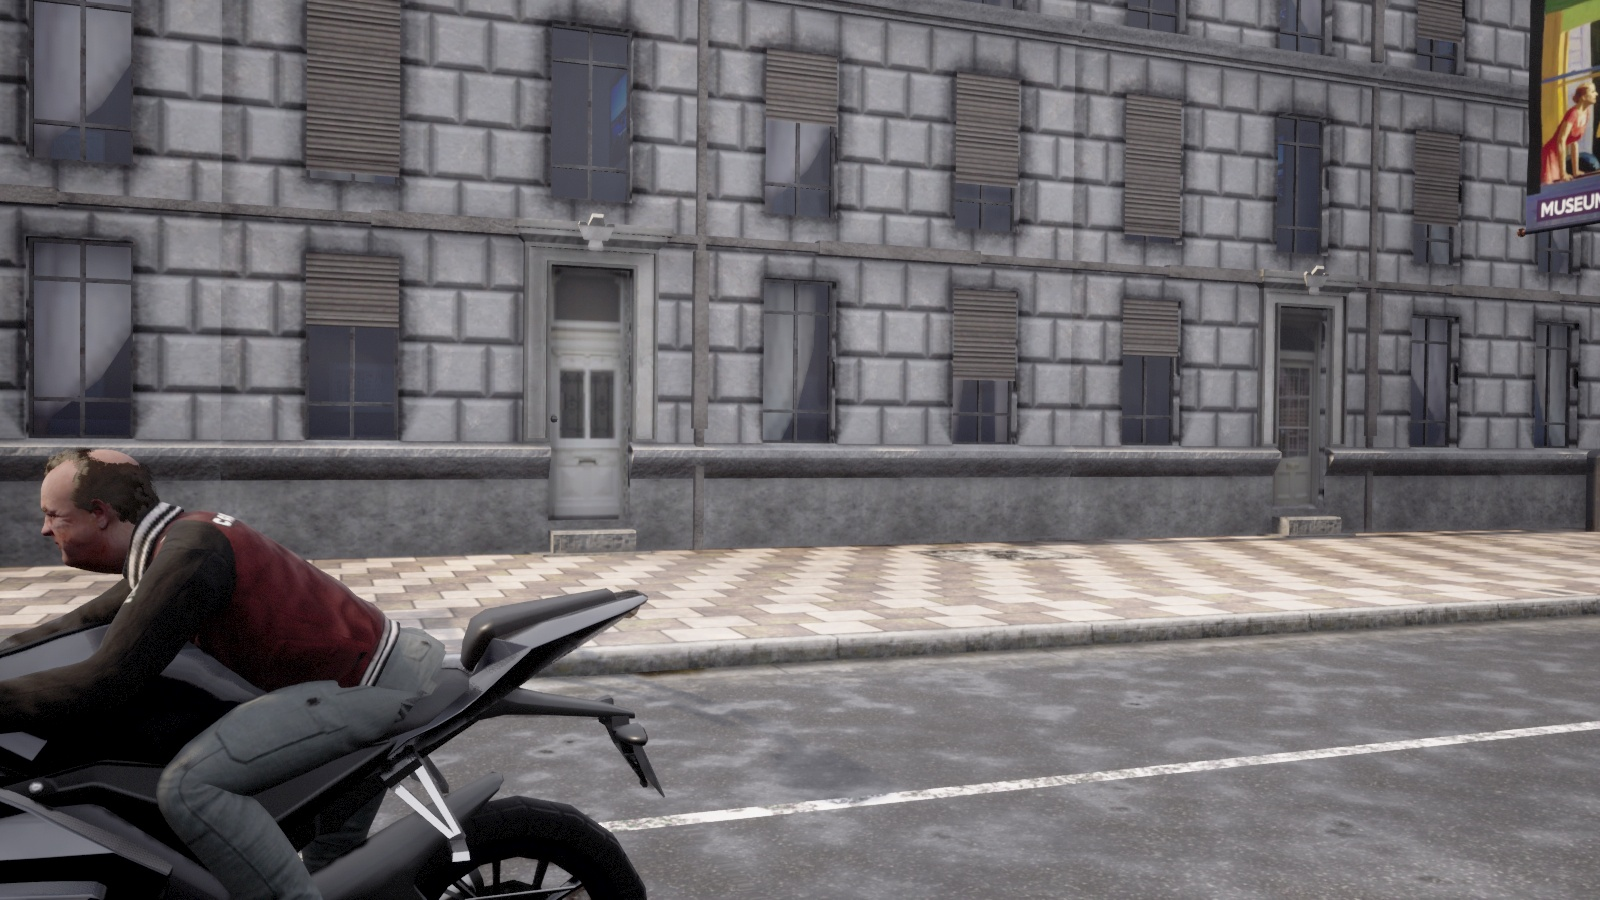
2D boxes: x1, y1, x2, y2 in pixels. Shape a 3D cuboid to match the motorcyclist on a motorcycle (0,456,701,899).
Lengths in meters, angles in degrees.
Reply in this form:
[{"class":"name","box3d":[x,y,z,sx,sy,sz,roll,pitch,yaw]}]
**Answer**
[{"class":"motorcyclist on a motorcycle","box3d":[-1.392,0.804,2.711,2.191,1.530,0.866,-1,1,-21]}]
